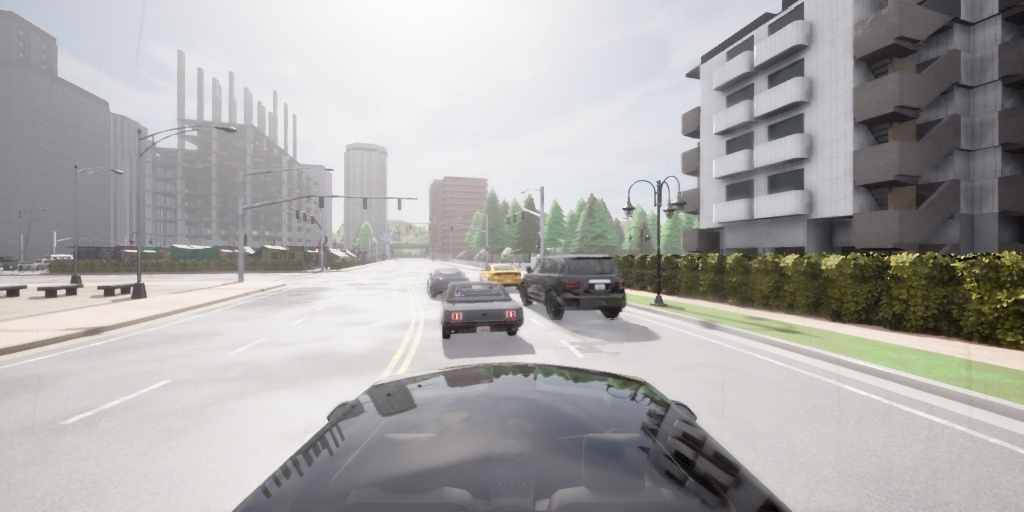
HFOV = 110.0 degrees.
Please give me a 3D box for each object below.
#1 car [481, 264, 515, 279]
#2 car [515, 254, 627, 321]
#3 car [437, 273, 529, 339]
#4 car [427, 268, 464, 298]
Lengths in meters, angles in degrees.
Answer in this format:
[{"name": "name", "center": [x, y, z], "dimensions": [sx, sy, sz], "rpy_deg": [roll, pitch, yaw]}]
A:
[{"name": "car", "center": [-0.797, 1.228, 22.382], "dimensions": [1.882, 1.535, 5.008], "rpy_deg": [0, 0, -14]}, {"name": "car", "center": [1.879, 0.970, 12.713], "dimensions": [2.150, 2.045, 5.566], "rpy_deg": [0, 0, -13]}, {"name": "car", "center": [-1.078, 1.351, 10.157], "dimensions": [1.895, 1.301, 4.718], "rpy_deg": [0, 0, -12]}, {"name": "car", "center": [-3.323, 1.314, 18.624], "dimensions": [1.994, 1.385, 4.181], "rpy_deg": [0, 0, -16]}]
